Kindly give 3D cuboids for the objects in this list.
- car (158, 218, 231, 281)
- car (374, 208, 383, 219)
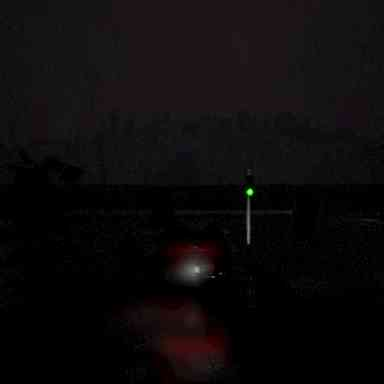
[{"bbox_3d":[0.074,1.564,10.054,1.837,1.490,4.892,0,0,0],"label":"car"},{"bbox_3d":[18.188,1.730,28.904,4.181,1.385,1.994,0,0,0],"label":"car"}]
